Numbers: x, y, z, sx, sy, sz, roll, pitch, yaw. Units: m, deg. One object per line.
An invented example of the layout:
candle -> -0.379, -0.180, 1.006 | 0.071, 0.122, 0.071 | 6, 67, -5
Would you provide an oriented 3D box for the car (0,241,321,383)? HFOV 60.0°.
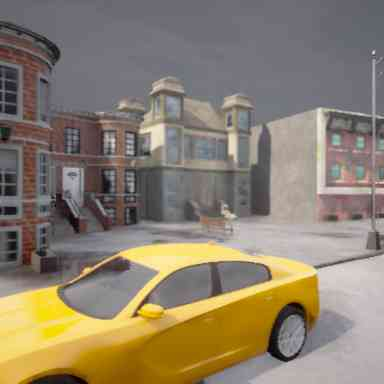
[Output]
car -> -0.380, 1.475, 4.345 | 5.008, 1.535, 1.882 | 0, 0, -36
